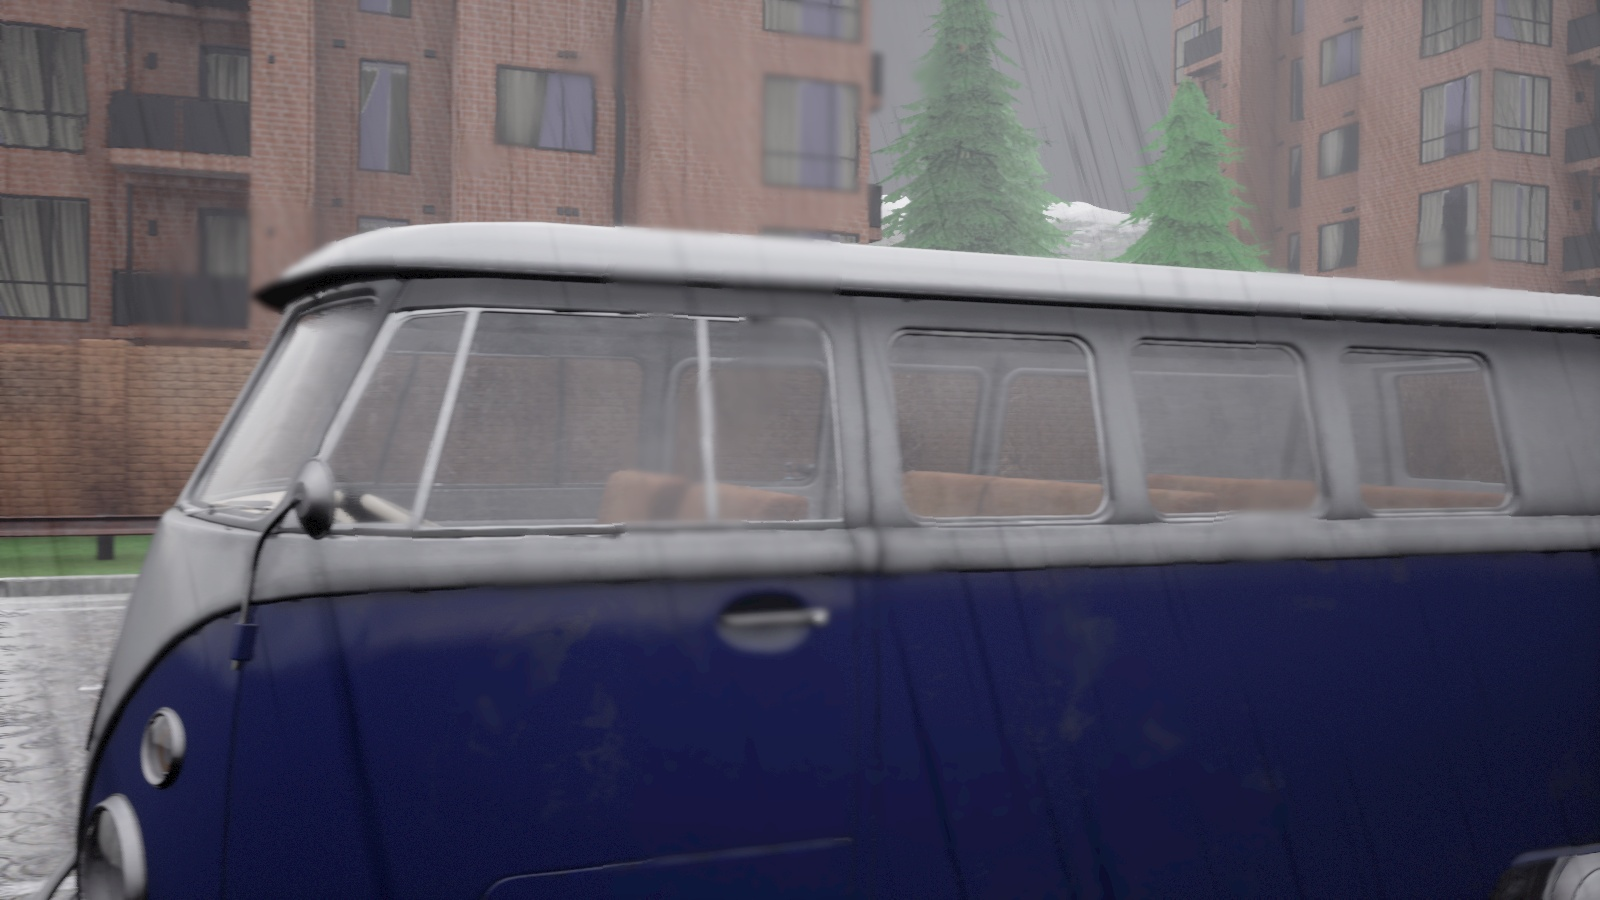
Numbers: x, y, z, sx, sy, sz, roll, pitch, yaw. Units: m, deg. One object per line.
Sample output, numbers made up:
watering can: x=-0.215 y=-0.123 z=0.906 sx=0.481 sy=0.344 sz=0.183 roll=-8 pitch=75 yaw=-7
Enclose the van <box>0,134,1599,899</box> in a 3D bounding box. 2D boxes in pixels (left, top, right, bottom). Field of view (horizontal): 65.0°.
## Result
van: x=0.541 y=0.489 z=3.442 sx=4.442 sy=1.987 sz=1.775 roll=-1 pitch=1 yaw=-21
